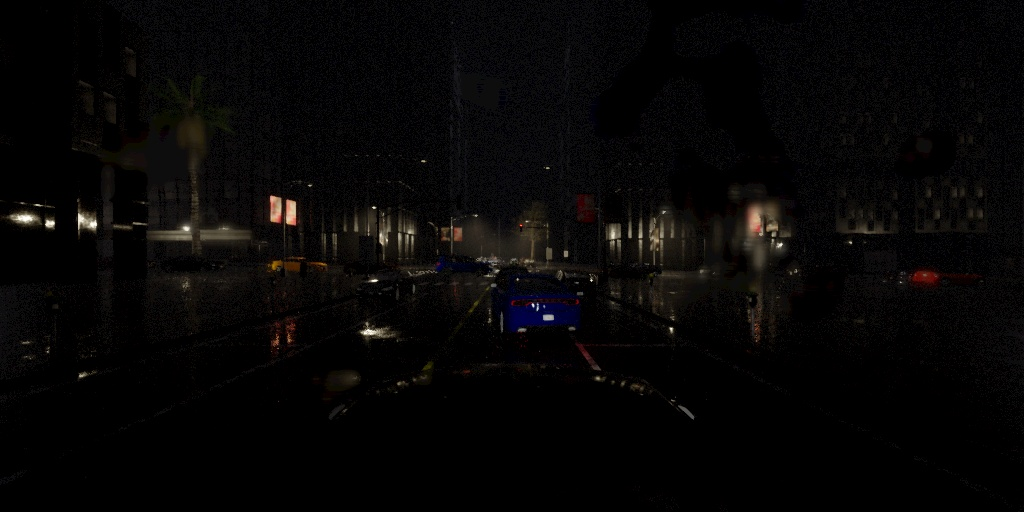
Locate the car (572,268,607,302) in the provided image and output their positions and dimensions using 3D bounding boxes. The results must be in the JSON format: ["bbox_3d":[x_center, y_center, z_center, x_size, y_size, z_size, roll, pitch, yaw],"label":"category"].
[{"bbox_3d":[2.770,1.303,16.787,2.007,1.370,4.403,0,0,0],"label":"car"}]

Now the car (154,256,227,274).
[{"bbox_3d":[-28.625,0.744,32.366,5.008,1.535,1.882,1,0,0],"label":"car"}]

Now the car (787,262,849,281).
[{"bbox_3d":[33.104,1.627,38.826,5.566,2.045,2.150,1,0,1],"label":"car"}]

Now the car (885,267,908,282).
[{"bbox_3d":[43.400,1.954,38.754,4.553,1.767,2.097,1,0,1],"label":"car"}]

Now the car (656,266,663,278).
[{"bbox_3d":[13.762,1.532,38.892,4.902,1.511,2.128,1,0,-1],"label":"car"}]

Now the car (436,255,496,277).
[{"bbox_3d":[-4.656,0.964,35.512,5.566,2.045,2.150,1,0,0],"label":"car"}]

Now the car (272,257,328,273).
[{"bbox_3d":[-20.987,0.885,35.587,5.008,1.535,1.882,1,0,0],"label":"car"}]

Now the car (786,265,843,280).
[{"bbox_3d":[35.430,1.934,42.065,5.008,1.535,1.882,1,0,0],"label":"car"}]

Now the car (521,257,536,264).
[{"bbox_3d":[2.979,1.319,58.970,2.007,1.370,4.403,0,0,1],"label":"car"}]

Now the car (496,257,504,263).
[{"bbox_3d":[-2.882,1.259,56.158,2.128,1.511,4.902,0,0,2],"label":"car"}]

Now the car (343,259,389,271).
[{"bbox_3d":[-12.527,1.028,32.307,5.008,1.535,1.882,1,0,0],"label":"car"}]

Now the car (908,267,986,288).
[{"bbox_3d":[39.190,1.860,32.115,4.553,1.767,2.097,1,0,0],"label":"car"}]

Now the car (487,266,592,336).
[{"bbox_3d":[0.467,1.229,10.492,1.882,1.535,5.008,0,0,-8],"label":"car"}]

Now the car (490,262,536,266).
[{"bbox_3d":[0.075,1.257,17.996,1.837,1.490,4.892,0,0,0],"label":"car"}]

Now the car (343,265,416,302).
[{"bbox_3d":[-5.756,1.302,16.794,2.007,1.370,4.403,0,0,0],"label":"car"}]

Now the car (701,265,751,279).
[{"bbox_3d":[23.181,1.708,38.872,4.902,1.511,2.128,1,0,0],"label":"car"}]

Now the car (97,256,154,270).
[{"bbox_3d":[-38.314,0.634,35.657,4.674,1.442,1.812,1,0,0],"label":"car"}]

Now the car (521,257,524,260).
[{"bbox_3d":[3.033,1.297,64.652,1.751,1.417,4.829,0,0,1],"label":"car"}]

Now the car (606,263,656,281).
[{"bbox_3d":[9.983,1.478,32.222,4.674,1.442,1.812,1,0,0],"label":"car"}]
